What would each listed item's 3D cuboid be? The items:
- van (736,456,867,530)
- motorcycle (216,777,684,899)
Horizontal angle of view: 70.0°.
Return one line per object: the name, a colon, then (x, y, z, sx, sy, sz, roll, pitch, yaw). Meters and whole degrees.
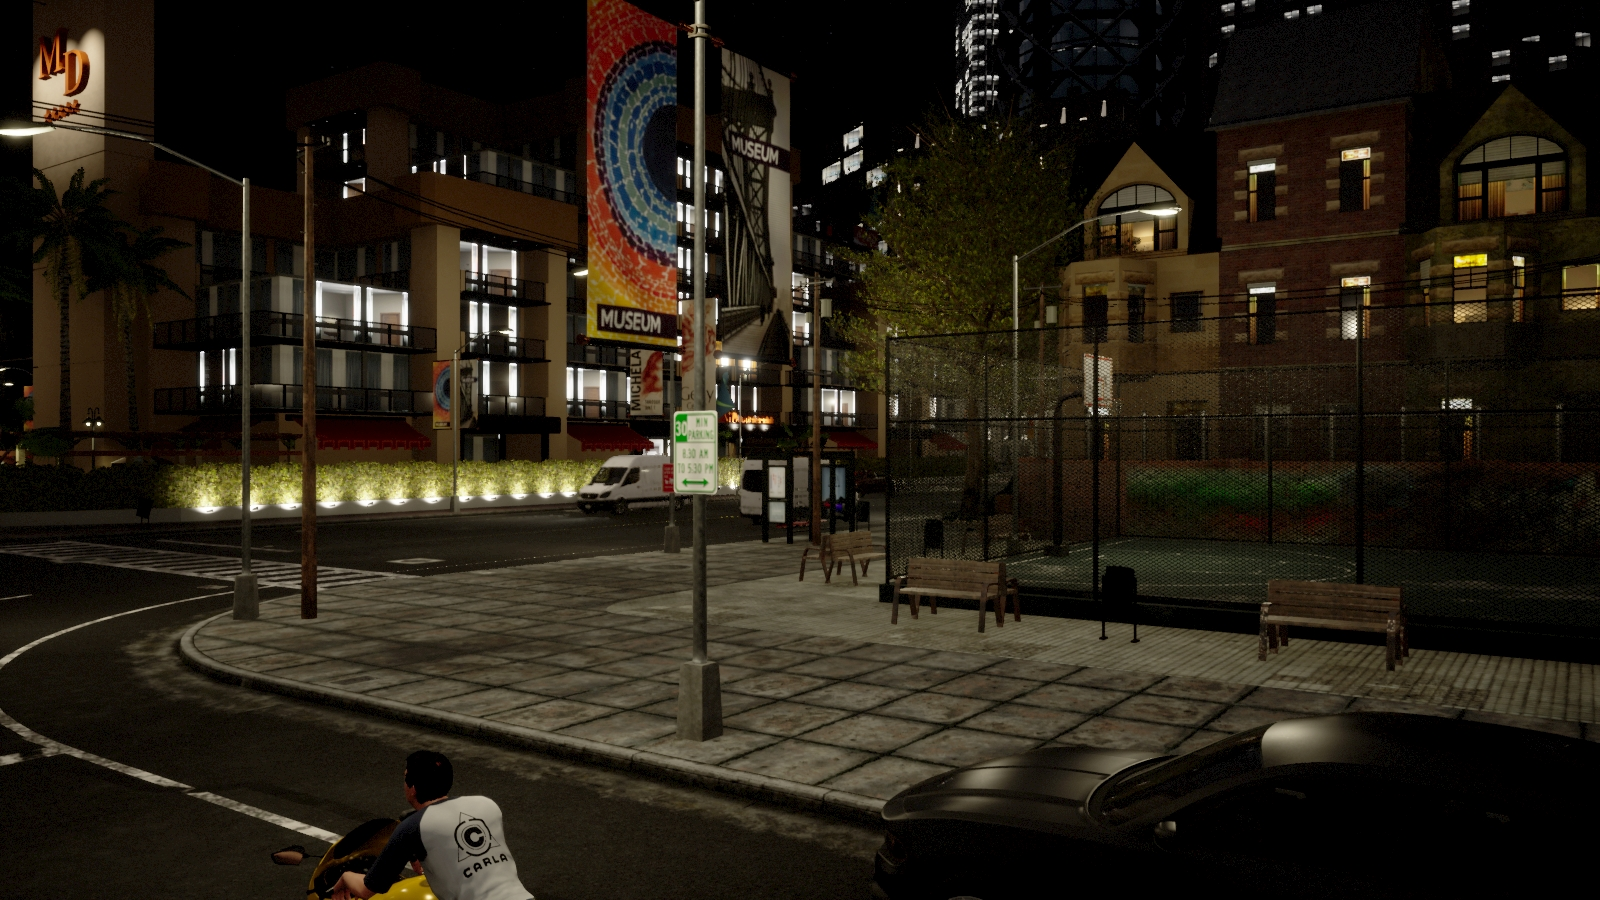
van: (0.165, 1.534, 43.265, 1.988, 2.561, 5.915, 0, 0, 35)
motorcycle: (-1.529, 2.213, 4.819, 2.033, 1.145, 0.803, 0, 0, 35)
